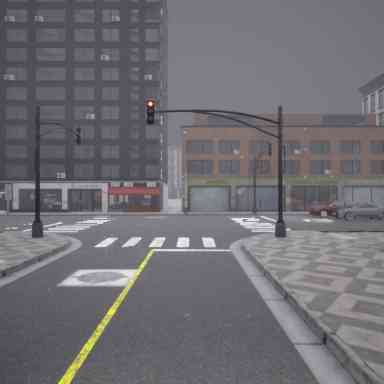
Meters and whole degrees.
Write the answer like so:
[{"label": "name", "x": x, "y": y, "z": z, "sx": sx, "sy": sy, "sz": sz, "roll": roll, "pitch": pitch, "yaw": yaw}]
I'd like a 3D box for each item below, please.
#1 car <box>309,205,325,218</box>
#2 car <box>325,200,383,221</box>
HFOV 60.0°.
[{"label": "car", "x": 13.143, "y": 1.491, "z": 29.906, "sx": 5.008, "sy": 1.535, "sz": 1.882, "roll": 0, "pitch": 0, "yaw": 1}, {"label": "car", "x": 13.399, "y": 1.550, "z": 26.653, "sx": 4.181, "sy": 1.385, "sz": 1.994, "roll": 0, "pitch": 0, "yaw": 0}]
